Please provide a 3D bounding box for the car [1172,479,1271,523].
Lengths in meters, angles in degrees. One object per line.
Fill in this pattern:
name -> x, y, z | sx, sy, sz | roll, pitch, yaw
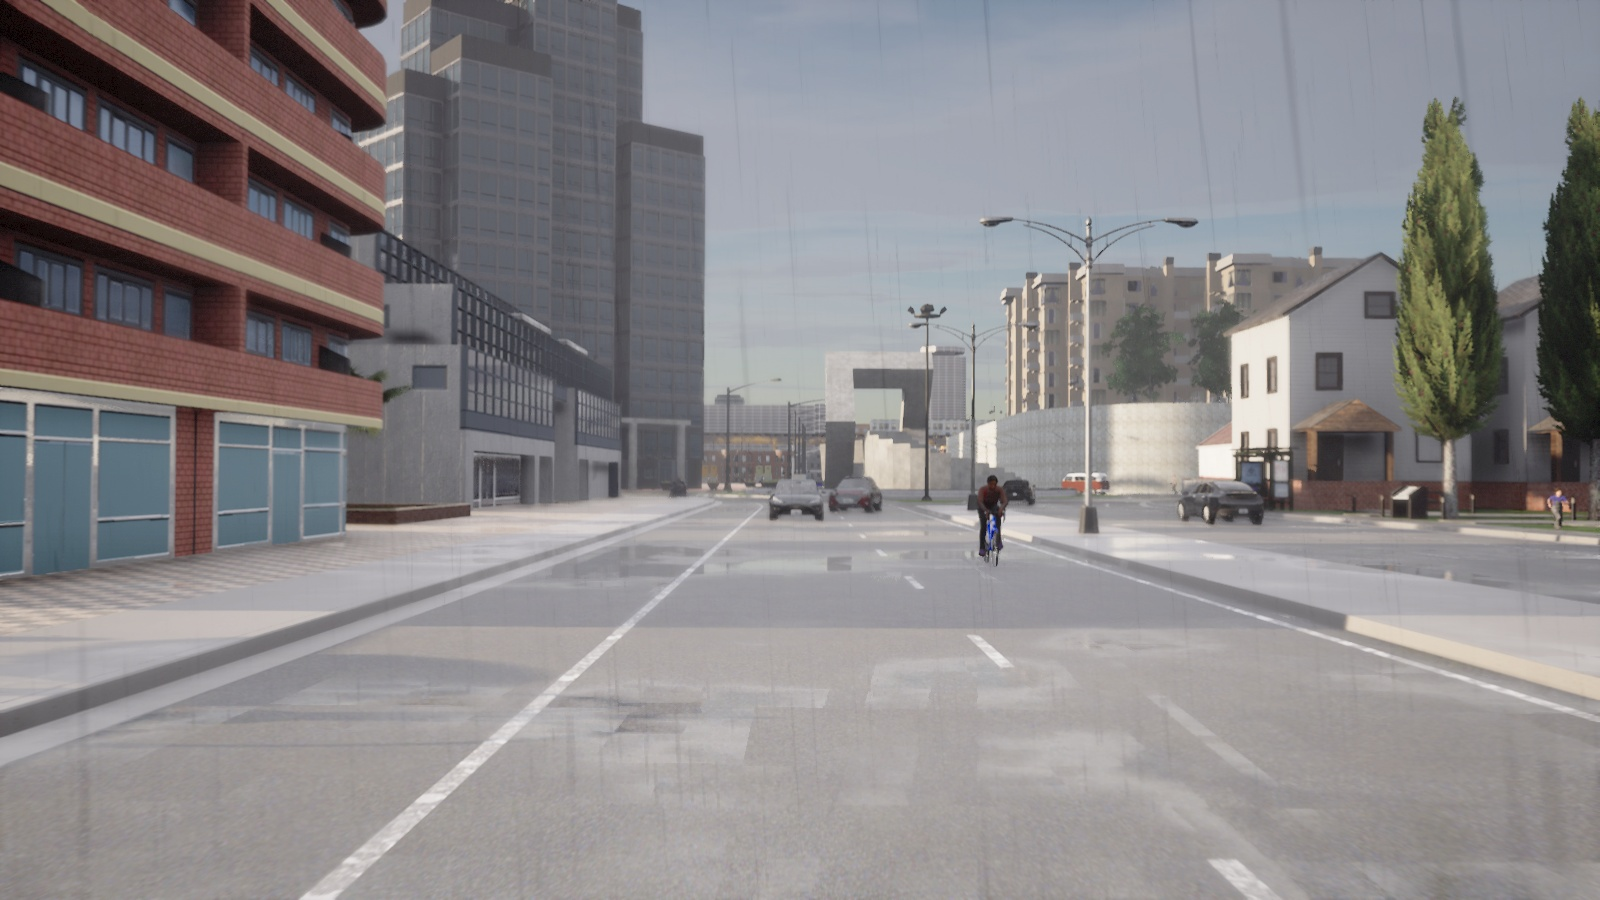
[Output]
car -> 14.889, 1.771, 44.663 | 1.837, 1.490, 4.892 | 0, -1, 0

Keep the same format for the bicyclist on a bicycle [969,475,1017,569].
bicyclist on a bicycle -> 3.444, 1.263, 22.521 | 0.582, 1.620, 1.656 | 0, -1, 0

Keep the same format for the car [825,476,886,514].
car -> 2.581, 2.007, 57.352 | 2.033, 1.649, 4.856 | 0, -1, 12

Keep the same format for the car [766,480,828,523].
car -> -0.114, 1.836, 46.093 | 2.163, 1.488, 4.792 | 0, -1, 0

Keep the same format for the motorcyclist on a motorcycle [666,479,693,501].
motorcyclist on a motorcycle -> -8.693, 2.869, 90.542 | 0.866, 1.530, 2.191 | 1, -2, -37

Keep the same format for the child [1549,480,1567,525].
child -> 21.469, 1.478, 35.560 | 0.270, 1.263, 0.437 | 0, -1, 7

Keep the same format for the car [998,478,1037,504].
car -> 13.041, 2.417, 75.110 | 1.882, 1.535, 5.008 | 0, -1, 14
